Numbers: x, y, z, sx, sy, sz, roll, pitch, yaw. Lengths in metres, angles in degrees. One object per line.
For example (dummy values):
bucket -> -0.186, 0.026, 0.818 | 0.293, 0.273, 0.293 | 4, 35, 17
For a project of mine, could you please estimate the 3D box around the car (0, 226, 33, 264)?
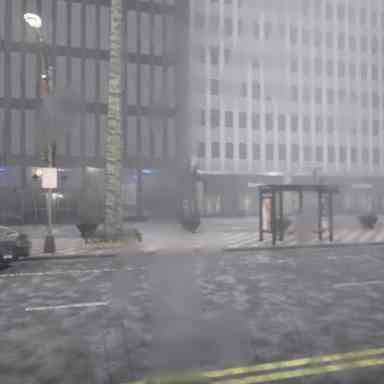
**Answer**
car -> -7.842, 1.745, 10.720 | 4.892, 1.521, 2.231 | 0, -1, -14
